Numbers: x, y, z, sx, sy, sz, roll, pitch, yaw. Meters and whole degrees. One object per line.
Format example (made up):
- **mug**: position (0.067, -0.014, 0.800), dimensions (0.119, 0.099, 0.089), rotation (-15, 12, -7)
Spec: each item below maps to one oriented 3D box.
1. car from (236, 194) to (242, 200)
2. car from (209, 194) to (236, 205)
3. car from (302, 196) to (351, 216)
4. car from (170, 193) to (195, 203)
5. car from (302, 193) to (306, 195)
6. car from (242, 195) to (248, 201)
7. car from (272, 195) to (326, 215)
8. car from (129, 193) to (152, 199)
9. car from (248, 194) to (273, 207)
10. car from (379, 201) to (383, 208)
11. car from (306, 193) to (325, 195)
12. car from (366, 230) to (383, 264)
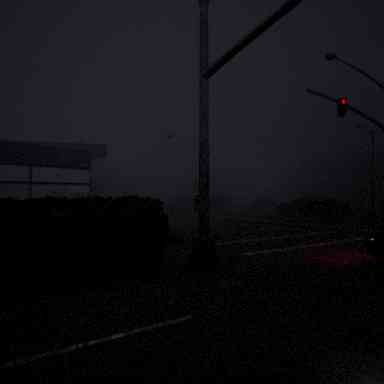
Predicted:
- **car**: position (10.116, 1.277, 78.138), dimensions (3.806, 1.475, 1.970), rotation (0, 0, -35)
- **car**: position (4.526, 1.328, 55.069), dimensions (4.514, 1.523, 2.007), rotation (0, 0, -35)
- **car**: position (12.512, 1.362, 30.194), dimensions (4.514, 1.523, 2.007), rotation (0, 0, -35)
- **car**: position (-2.009, 1.128, 65.697), dimensions (4.605, 1.855, 1.932), rotation (0, 0, -35)
- **car**: position (21.362, 1.121, 62.558), dimensions (3.866, 1.878, 1.905), rotation (0, 0, -35)
- **car**: position (14.049, 1.198, 73.057), dimensions (5.027, 1.636, 2.152), rotation (0, 0, -35)
- **car**: position (10.677, 1.353, 32.738), dimensions (5.027, 1.636, 2.152), rotation (0, 0, -35)
- **car**: position (-8.945, 1.384, 60.819), dimensions (3.806, 1.475, 1.970), rotation (0, 0, -35)
- **car**: position (10.203, 1.349, 46.845), dimensions (3.633, 1.501, 1.845), rotation (0, 0, -35)
- **car**: position (26.077, 1.423, 43.286), dimensions (3.806, 1.475, 1.970), rotation (0, 0, -35)
- **car**: position (23.361, 1.142, 60.409), dimensions (4.605, 1.855, 1.932), rotation (0, 0, -35)
- **car**: position (7.164, 1.534, 8.835), dimensions (1.812, 1.442, 4.674), rotation (0, 0, -35)
